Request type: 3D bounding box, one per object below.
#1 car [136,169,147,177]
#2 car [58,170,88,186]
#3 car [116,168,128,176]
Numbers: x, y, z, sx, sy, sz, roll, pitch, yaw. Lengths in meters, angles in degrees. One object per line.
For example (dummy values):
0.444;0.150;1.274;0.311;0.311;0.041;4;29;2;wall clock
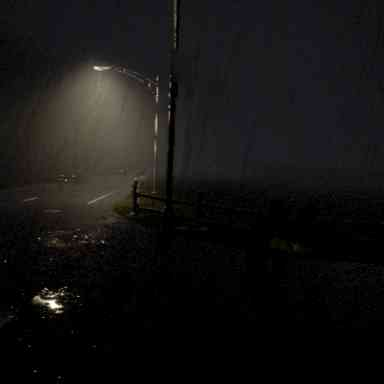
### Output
-10.172;-3.832;66.680;2.033;1.411;5.357;2;4;-4;car
-11.652;-1.459;32.887;2.128;1.511;4.902;2;4;-4;car
-13.682;-3.908;65.164;1.837;1.490;4.892;2;4;-4;car
